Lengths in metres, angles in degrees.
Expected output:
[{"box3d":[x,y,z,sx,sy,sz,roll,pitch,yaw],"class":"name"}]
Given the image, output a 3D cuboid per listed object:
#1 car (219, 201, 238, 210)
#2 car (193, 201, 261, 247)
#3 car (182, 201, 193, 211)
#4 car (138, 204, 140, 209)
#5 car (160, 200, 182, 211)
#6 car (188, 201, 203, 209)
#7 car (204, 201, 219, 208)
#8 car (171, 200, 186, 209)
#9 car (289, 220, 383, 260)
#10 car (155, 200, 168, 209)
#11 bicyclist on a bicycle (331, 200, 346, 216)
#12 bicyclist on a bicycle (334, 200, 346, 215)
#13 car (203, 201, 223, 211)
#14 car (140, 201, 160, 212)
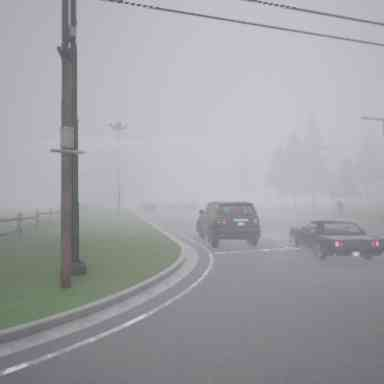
[{"box3d":[6.391,2.400,59.424,1.837,1.490,4.892,0,-1,-13],"class":"car"},{"box3d":[1.688,1.479,16.700,2.150,2.045,5.566,0,-1,-8],"class":"car"},{"box3d":[-0.375,2.441,57.625,1.837,1.490,4.892,0,-1,-13],"class":"car"},{"box3d":[-9.582,2.709,65.735,2.033,1.411,5.357,0,-1,-13],"class":"car"},{"box3d":[-3.619,2.438,56.128,2.128,1.511,4.902,0,-1,-13],"class":"car"},{"box3d":[0.678,2.619,67.970,1.812,1.442,4.674,0,-1,-13],"class":"car"},{"box3d":[4.022,2.601,69.037,1.812,1.442,4.674,0,-1,-13],"class":"car"},{"box3d":[-2.828,2.475,67.592,2.097,1.767,4.553,0,-1,-13],"class":"car"},{"box3d":[5.351,1.763,13.079,1.895,1.301,4.718,-1,-1,0],"class":"car"},{"box3d":[-6.101,2.486,66.214,2.097,1.767,4.553,0,-1,-13],"class":"car"},{"box3d":[16.056,1.730,36.368,1.656,1.620,0.582,0,-1,-26],"class":"bicyclist on a bicycle"},{"box3d":[15.991,1.722,35.808,1.656,1.620,0.582,0,-1,-23],"class":"bicyclist on a bicycle"},{"box3d":[3.511,2.370,56.398,2.128,1.511,4.902,0,-1,-13],"class":"car"},{"box3d":[-6.991,2.443,55.167,1.882,1.535,5.008,0,-1,-13],"class":"car"}]
